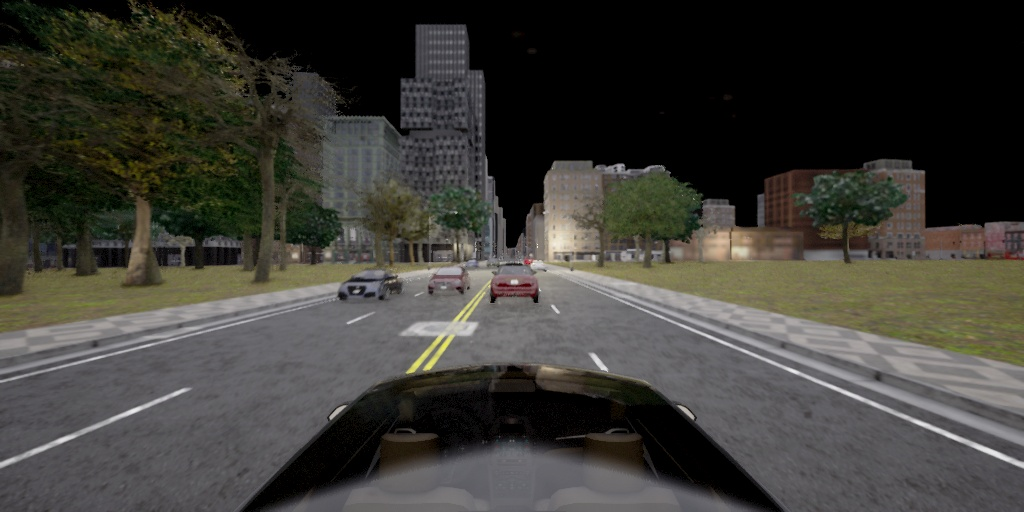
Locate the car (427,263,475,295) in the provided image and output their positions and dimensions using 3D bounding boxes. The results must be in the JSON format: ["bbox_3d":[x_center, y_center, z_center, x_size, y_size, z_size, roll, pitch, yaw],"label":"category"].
[{"bbox_3d":[-3.342,1.278,19.836,1.812,1.442,4.674,0,0,0],"label":"car"}]

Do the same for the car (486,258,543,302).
[{"bbox_3d":[0.105,1.104,16.969,2.097,1.767,4.553,0,0,0],"label":"car"}]

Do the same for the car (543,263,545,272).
[{"bbox_3d":[3.364,1.303,47.405,1.812,1.442,4.674,0,0,0],"label":"car"}]

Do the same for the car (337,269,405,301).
[{"bbox_3d":[-6.593,1.316,17.209,1.994,1.385,4.181,0,0,0],"label":"car"}]

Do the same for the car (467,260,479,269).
[{"bbox_3d":[-6.519,1.321,59.410,1.812,1.442,4.674,0,0,1],"label":"car"}]

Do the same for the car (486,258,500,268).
[{"bbox_3d":[-3.269,1.152,61.535,2.097,1.767,4.553,0,0,1],"label":"car"}]
